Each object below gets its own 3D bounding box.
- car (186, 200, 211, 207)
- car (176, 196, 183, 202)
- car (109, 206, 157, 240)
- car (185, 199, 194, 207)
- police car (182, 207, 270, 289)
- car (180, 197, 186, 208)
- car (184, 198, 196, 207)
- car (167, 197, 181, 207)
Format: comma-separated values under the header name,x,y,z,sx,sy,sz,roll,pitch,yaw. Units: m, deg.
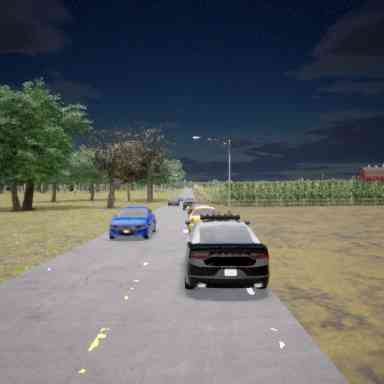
name,x,y,z,sx,sy,sz,roll,pitch,yaw
car,0.691,1.488,19.383,1.801,1.575,5.366,0,0,0
car,-3.394,1.982,91.869,1.882,1.535,5.008,0,-1,0
car,-2.968,1.502,17.413,1.882,1.535,5.008,0,0,0
car,0.650,1.537,25.197,1.882,1.535,5.008,0,0,0
police car,0.762,1.430,9.301,1.930,1.638,5.238,0,0,0
car,-0.313,1.723,46.235,1.837,1.490,4.892,0,-1,0
car,-0.421,1.879,60.059,2.033,1.411,5.357,0,0,0
car,-3.240,1.799,58.605,1.882,1.535,5.008,0,0,0
